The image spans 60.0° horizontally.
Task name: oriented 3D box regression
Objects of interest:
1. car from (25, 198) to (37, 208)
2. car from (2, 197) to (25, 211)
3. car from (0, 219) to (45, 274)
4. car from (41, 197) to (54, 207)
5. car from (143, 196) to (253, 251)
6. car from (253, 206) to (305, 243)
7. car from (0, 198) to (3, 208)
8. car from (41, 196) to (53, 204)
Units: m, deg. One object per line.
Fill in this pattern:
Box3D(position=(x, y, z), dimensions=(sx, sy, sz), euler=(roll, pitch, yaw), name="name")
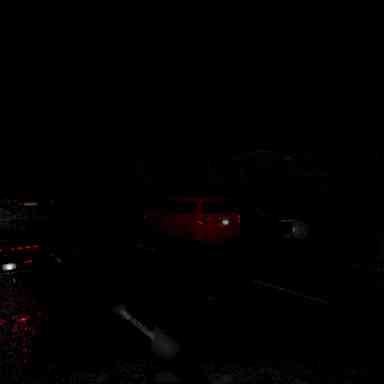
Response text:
Box3D(position=(-28.967, 2.132, 59.371), dimensions=(1.895, 1.301, 4.718), euler=(-1, 0, -33), name="car")
Box3D(position=(-26.332, 1.964, 48.941), dimensions=(1.882, 1.535, 5.008), euler=(-1, -1, -33), name="car")
Box3D(position=(-5.849, 1.615, 10.323), dimensions=(1.837, 1.490, 4.892), euler=(-1, 1, -33), name="car")
Box3D(position=(-27.912, 2.032, 64.185), dimensions=(2.128, 1.511, 4.902), euler=(-1, 0, -33), name="car")
Box3D(position=(-0.185, 1.216, 14.449), dimensions=(2.150, 2.045, 5.566), euler=(-1, 0, -33), name="car")
Box3D(position=(3.026, 1.421, 15.931), dimensions=(2.128, 1.511, 4.902), euler=(-1, 0, -33), name="car")
Box3D(position=(-33.599, 2.123, 60.089), dimensions=(1.837, 1.490, 4.892), euler=(-1, 0, -33), name="car")
Box3D(position=(-36.935, 2.026, 84.594), dimensions=(2.097, 1.767, 4.553), euler=(-1, 0, -33), name="car")
